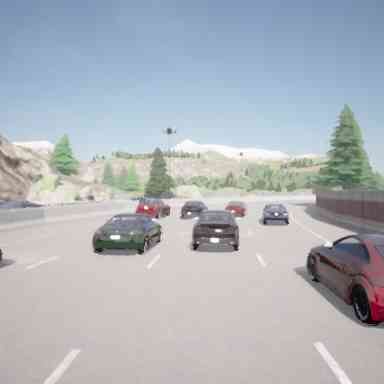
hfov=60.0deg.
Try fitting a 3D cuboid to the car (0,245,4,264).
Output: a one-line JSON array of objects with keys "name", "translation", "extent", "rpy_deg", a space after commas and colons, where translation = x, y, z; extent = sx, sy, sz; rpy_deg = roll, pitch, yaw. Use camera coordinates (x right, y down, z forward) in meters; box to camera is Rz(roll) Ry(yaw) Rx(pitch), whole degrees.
[{"name": "car", "translation": [-6.548, 1.517, 7.870], "extent": [1.812, 1.442, 4.674], "rpy_deg": [0, 0, 3]}]

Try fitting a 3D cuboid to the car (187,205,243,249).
[{"name": "car", "translation": [1.109, 1.522, 14.614], "extent": [1.837, 1.490, 4.892], "rpy_deg": [0, 0, 6]}]

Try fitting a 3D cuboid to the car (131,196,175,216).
[{"name": "car", "translation": [-3.370, 1.373, 29.810], "extent": [2.097, 1.767, 4.553], "rpy_deg": [0, 0, 12]}]

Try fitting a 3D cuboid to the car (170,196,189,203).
[{"name": "car", "translation": [-2.650, 1.588, 72.219], "extent": [2.128, 1.511, 4.902], "rpy_deg": [0, 0, 27]}]

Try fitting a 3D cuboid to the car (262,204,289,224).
[{"name": "car", "translation": [6.357, 1.589, 25.475], "extent": [2.033, 1.411, 5.357], "rpy_deg": [0, 0, 12]}]

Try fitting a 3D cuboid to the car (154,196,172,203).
[{"name": "car", "translation": [-6.280, 1.602, 72.830], "extent": [1.994, 1.385, 4.181], "rpy_deg": [0, 0, 27]}]

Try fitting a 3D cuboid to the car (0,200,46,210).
[{"name": "car", "translation": [-14.649, 1.539, 28.397], "extent": [2.033, 1.411, 5.357], "rpy_deg": [0, 0, 11]}]

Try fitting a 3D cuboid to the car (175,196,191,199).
[{"name": "car", "translation": [-1.342, 1.660, 67.167], "extent": [1.895, 1.301, 4.718], "rpy_deg": [0, 0, 27]}]

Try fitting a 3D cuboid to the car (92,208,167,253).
[{"name": "car", "translation": [-2.502, 1.572, 13.759], "extent": [1.994, 1.385, 4.181], "rpy_deg": [0, 0, 6]}]

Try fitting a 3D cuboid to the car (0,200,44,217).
[{"name": "car", "translation": [-17.263, 1.537, 32.946], "extent": [2.033, 1.411, 5.357], "rpy_deg": [0, 0, 13]}]

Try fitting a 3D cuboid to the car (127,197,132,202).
[{"name": "car", "translation": [-11.713, 1.565, 69.830], "extent": [2.128, 1.511, 4.902], "rpy_deg": [0, 0, 25]}]

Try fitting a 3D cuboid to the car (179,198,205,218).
[{"name": "car", "translation": [0.318, 1.536, 30.336], "extent": [1.837, 1.490, 4.892], "rpy_deg": [0, 0, 13]}]

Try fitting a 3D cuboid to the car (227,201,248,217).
[{"name": "car", "translation": [4.207, 1.568, 31.545], "extent": [1.812, 1.442, 4.674], "rpy_deg": [0, 0, 14]}]

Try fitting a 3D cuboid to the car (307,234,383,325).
[{"name": "car", "translation": [3.932, 1.581, 7.103], "extent": [1.994, 1.385, 4.181], "rpy_deg": [0, 0, 3]}]
